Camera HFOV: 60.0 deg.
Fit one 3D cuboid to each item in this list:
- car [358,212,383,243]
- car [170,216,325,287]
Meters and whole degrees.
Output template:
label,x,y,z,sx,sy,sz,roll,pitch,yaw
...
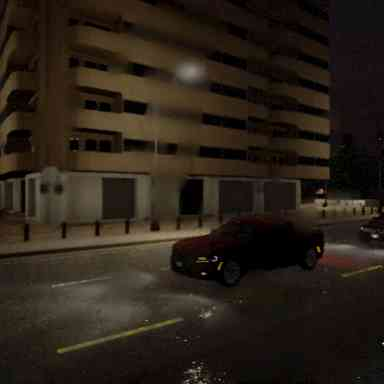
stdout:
label,x,y,z,sx,sy,sz,roll,pitch,yaw
car,9.379,1.529,14.953,4.674,1.442,1.812,0,0,-36
car,1.733,1.480,9.509,5.008,1.535,1.882,0,0,-35
